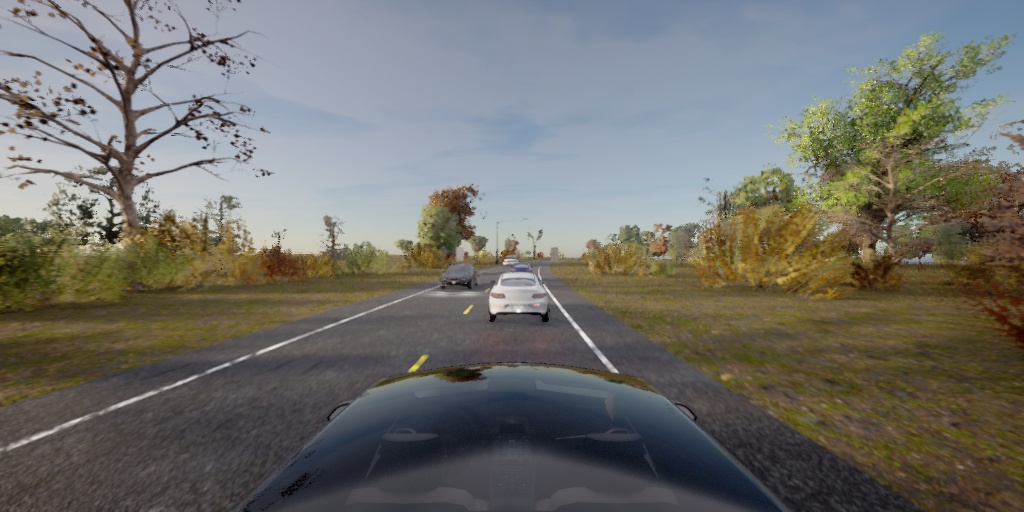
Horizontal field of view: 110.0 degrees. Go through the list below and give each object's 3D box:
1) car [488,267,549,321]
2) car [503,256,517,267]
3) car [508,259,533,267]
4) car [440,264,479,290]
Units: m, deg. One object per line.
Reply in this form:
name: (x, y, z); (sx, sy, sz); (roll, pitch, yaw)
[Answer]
car: (0.216, 1.277, 12.356); (1.812, 1.442, 4.674); (0, 0, 1)
car: (-0.242, 0.962, 64.899); (2.150, 2.045, 5.566); (0, 0, 6)
car: (0.855, 1.278, 31.018); (1.812, 1.442, 4.674); (0, 0, 3)
car: (-3.201, 1.258, 22.612); (1.837, 1.490, 4.892); (0, 0, 2)
